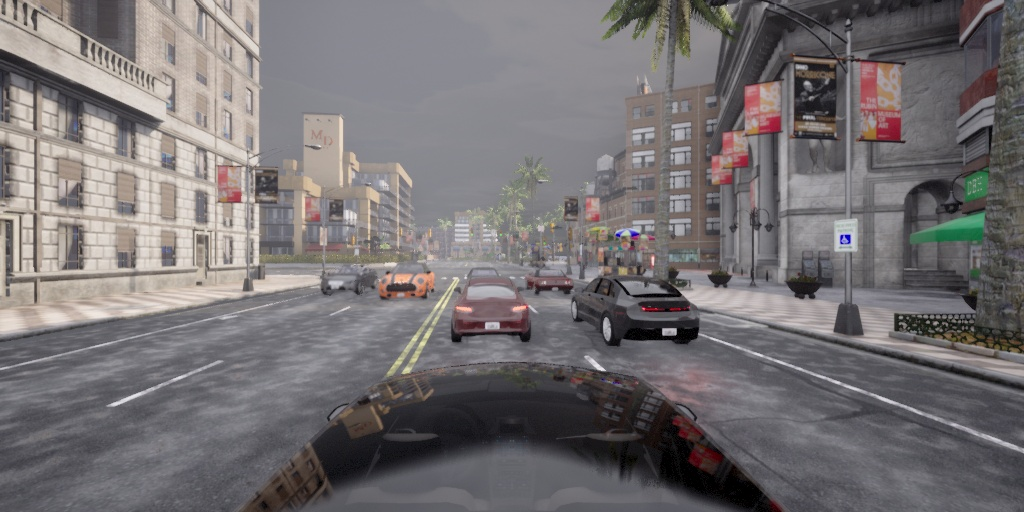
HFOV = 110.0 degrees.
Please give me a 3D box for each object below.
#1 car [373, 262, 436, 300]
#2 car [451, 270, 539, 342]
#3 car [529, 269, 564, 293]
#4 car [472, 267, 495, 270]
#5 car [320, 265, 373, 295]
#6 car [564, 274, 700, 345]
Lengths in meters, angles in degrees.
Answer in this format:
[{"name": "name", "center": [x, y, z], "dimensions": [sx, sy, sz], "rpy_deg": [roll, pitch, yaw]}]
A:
[{"name": "car", "center": [-5.050, 1.100, 17.793], "dimensions": [2.097, 1.767, 4.553], "rpy_deg": [0, 0, -6]}, {"name": "car", "center": [-0.603, 1.275, 9.688], "dimensions": [1.812, 1.442, 4.674], "rpy_deg": [0, 0, -5]}, {"name": "car", "center": [1.894, 1.350, 19.923], "dimensions": [1.895, 1.301, 4.718], "rpy_deg": [0, 0, -6]}, {"name": "car", "center": [-1.528, 1.296, 19.132], "dimensions": [2.033, 1.411, 5.357], "rpy_deg": [0, 0, -6]}, {"name": "car", "center": [-8.770, 1.241, 19.722], "dimensions": [2.128, 1.511, 4.902], "rpy_deg": [0, 0, -6]}, {"name": "car", "center": [2.915, 1.254, 9.496], "dimensions": [1.837, 1.490, 4.892], "rpy_deg": [0, 0, -5]}]
